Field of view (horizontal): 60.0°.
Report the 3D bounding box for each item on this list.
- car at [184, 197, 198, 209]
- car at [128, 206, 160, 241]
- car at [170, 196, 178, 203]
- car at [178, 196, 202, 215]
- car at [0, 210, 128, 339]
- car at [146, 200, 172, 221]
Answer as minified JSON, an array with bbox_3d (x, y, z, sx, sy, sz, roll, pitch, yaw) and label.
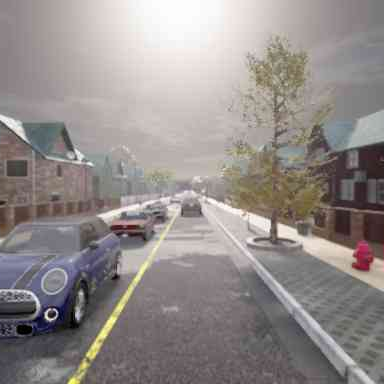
[{"bbox_3d":[-0.142,1.442,46.403,1.837,1.490,4.892,0,1,0],"label":"car"},{"bbox_3d":[-2.921,1.582,16.713,1.895,1.301,4.718,0,0,0],"label":"car"},{"bbox_3d":[-3.096,1.475,61.552,2.033,1.411,5.357,0,0,0],"label":"car"},{"bbox_3d":[-0.073,1.301,33.805,2.097,1.767,4.553,0,0,0],"label":"car"},{"bbox_3d":[-2.875,1.348,6.902,2.097,1.767,4.553,0,0,0],"label":"car"},{"bbox_3d":[-2.935,1.568,26.605,1.895,1.301,4.718,0,0,0],"label":"car"}]
